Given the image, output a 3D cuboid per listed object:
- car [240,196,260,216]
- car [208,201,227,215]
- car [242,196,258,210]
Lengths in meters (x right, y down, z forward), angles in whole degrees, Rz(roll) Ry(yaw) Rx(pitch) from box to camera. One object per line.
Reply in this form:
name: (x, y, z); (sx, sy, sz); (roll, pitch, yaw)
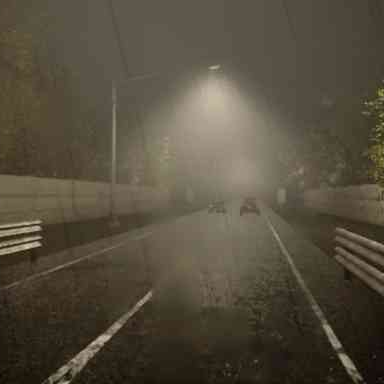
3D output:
car: (6.525, 1.681, 37.483); (2.097, 1.767, 4.553); (0, 0, 11)
car: (3.062, 1.800, 39.000); (1.837, 1.490, 4.892); (1, 0, 11)
car: (8.945, 1.652, 51.145); (2.150, 2.045, 5.566); (0, 0, 11)
